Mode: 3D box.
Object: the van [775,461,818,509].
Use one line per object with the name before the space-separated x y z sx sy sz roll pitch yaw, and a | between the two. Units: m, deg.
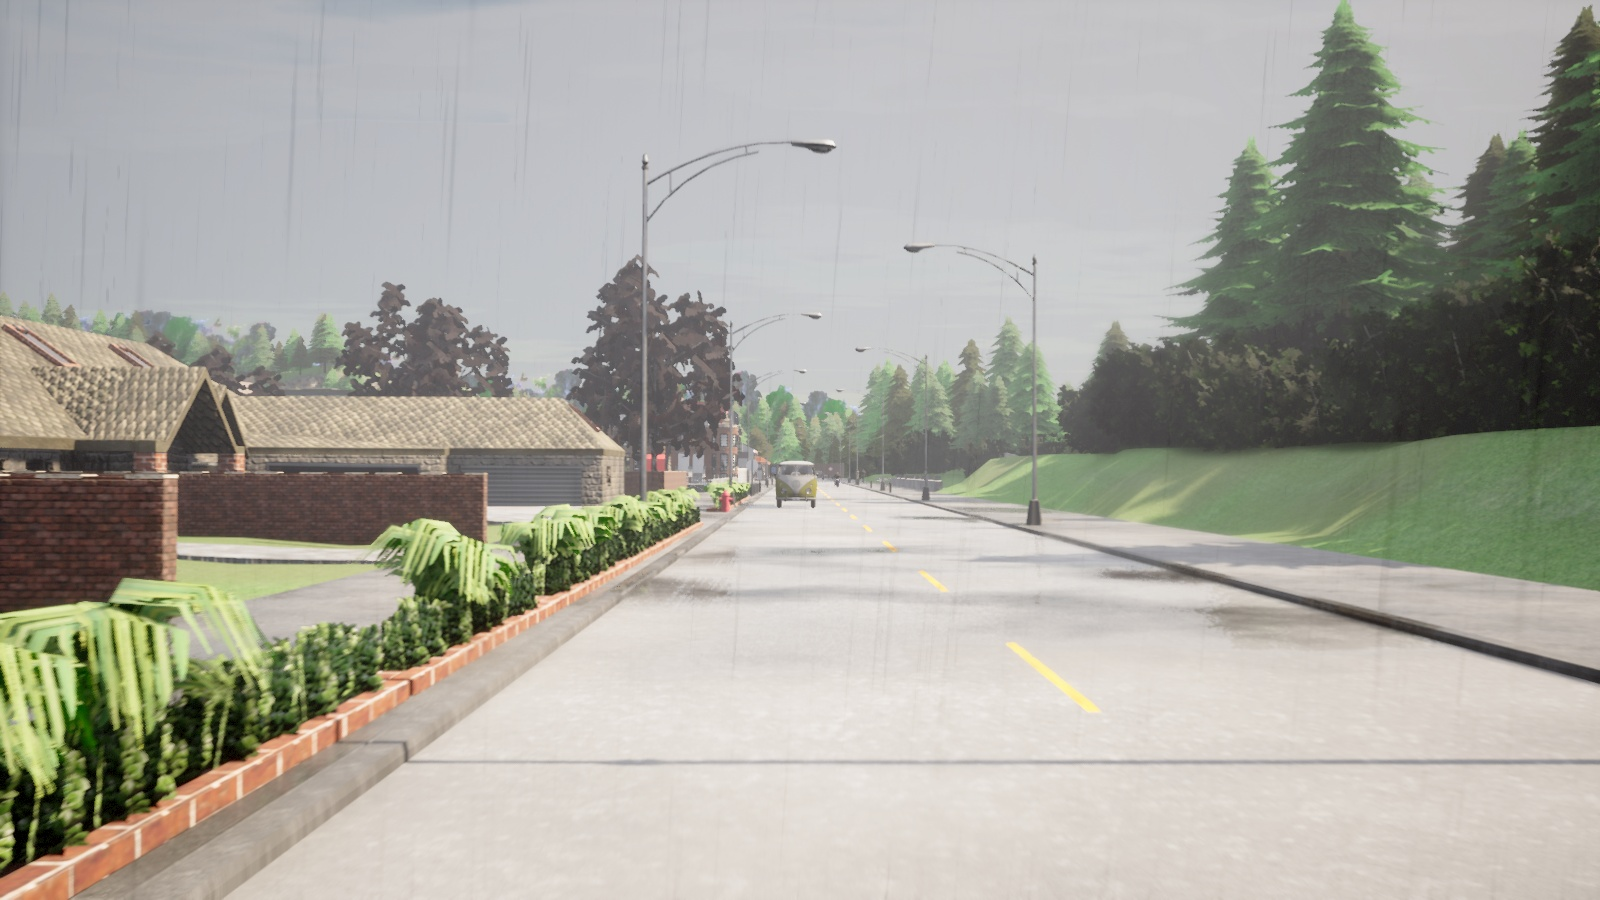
van | -0.152 1.471 53.920 1.775 1.987 4.442 0 -1 0
